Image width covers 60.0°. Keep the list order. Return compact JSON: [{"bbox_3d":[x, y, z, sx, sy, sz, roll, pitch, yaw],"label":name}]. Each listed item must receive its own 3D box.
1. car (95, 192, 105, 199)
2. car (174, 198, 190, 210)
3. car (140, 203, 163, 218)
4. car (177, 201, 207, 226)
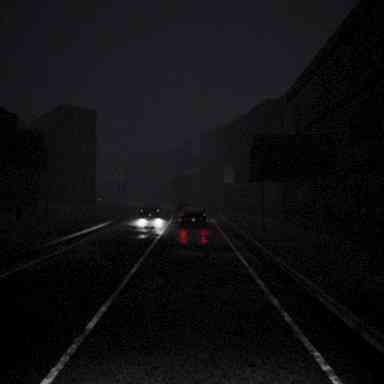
[{"bbox_3d":[-19.998,0.613,69.688,4.181,1.385,1.994,3,0,42],"label":"car"},{"bbox_3d":[-1.122,1.532,41.448,2.128,1.511,4.902,1,0,-8],"label":"car"},{"bbox_3d":[-3.814,1.699,31.630,1.895,1.301,4.718,0,0,-3],"label":"car"},{"bbox_3d":[0.079,1.650,24.224,1.812,1.442,4.674,0,0,0],"label":"car"}]
